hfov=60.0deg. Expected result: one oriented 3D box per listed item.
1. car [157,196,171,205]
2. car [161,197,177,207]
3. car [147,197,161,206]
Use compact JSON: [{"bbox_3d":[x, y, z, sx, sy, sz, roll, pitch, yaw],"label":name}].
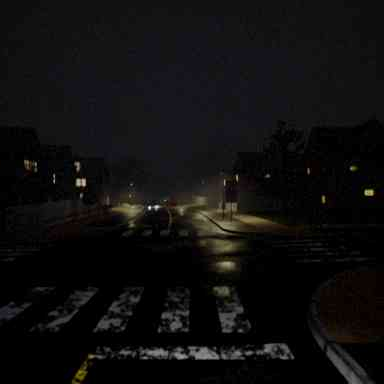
[{"bbox_3d":[-5.619,1.701,66.363,2.097,1.767,4.553,0,-1,-12],"label":"car"},{"bbox_3d":[-3.708,1.841,56.511,1.895,1.301,4.718,0,-1,-10],"label":"car"},{"bbox_3d":[-7.160,1.841,60.135,1.994,1.385,4.181,0,-1,-10],"label":"car"}]
